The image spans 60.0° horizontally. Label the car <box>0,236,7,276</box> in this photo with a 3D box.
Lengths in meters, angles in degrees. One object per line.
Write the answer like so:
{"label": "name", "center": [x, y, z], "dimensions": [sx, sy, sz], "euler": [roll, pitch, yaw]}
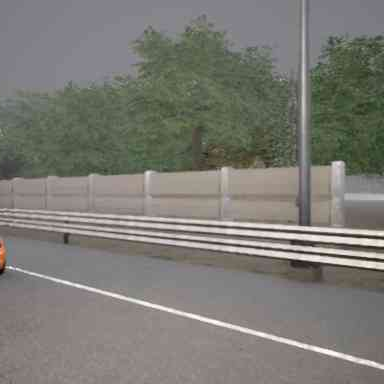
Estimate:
{"label": "car", "center": [-7.056, 1.356, 9.050], "dimensions": [4.553, 1.767, 2.097], "euler": [0, 0, 36]}
